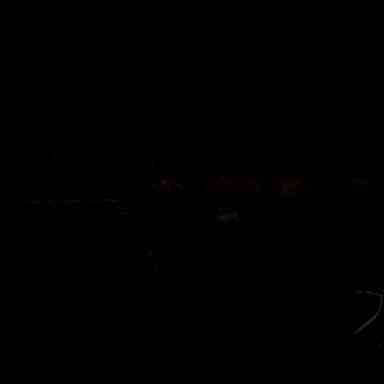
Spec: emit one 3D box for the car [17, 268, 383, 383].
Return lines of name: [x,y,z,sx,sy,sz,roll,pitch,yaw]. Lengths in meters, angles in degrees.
car: [0.529,1.555,3.192,4.313,1.339,1.947,0,0,-36]
